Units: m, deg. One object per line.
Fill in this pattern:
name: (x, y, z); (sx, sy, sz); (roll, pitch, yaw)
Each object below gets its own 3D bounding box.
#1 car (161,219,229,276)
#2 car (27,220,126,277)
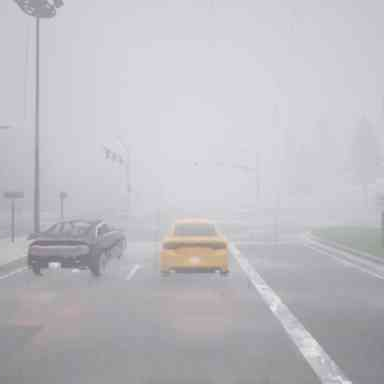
car: (0.085, 1.621, 10.926); (1.882, 1.535, 5.008); (0, -1, 0)
car: (-3.414, 1.633, 10.705); (2.128, 1.511, 4.902); (0, -1, 0)
